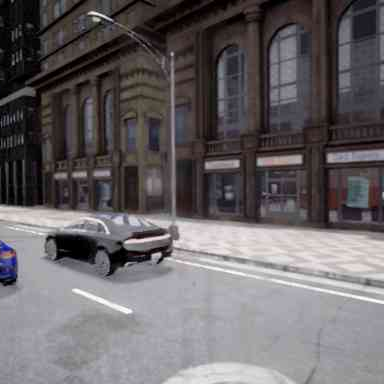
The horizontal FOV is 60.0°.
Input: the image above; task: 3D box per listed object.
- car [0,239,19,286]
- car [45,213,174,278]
[{"bbox_3d":[-5.830,1.497,8.132,4.674,1.442,1.812,0,1,43],"label":"car"},{"bbox_3d":[-2.673,1.393,9.973,4.902,1.511,2.128,0,1,43],"label":"car"}]
